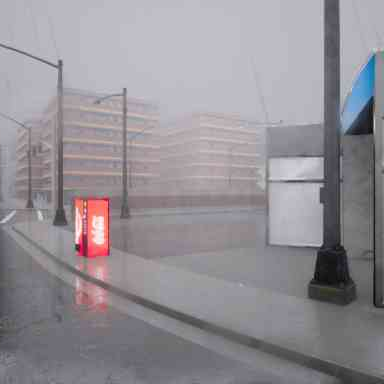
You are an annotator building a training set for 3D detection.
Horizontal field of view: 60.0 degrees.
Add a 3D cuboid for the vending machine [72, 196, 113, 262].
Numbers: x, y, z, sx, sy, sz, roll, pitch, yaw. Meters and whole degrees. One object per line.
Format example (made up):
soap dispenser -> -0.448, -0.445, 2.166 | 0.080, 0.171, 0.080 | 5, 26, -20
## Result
vending machine -> -3.375, 1.195, 11.275 | 1.100, 2.100, 0.880 | 0, 0, -36
